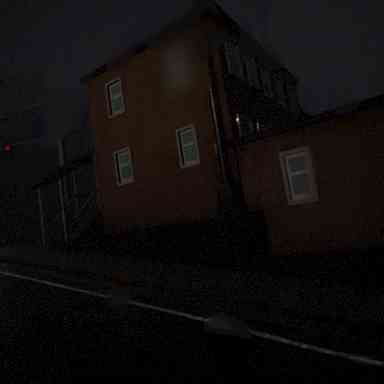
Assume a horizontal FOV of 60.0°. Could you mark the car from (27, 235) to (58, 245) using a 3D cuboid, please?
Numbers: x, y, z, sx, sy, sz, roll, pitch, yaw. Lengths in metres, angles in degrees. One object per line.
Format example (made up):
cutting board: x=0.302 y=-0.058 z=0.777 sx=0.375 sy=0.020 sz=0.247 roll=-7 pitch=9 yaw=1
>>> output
car: x=-12.126 y=4.587 z=29.483 sx=2.128 sy=1.511 sz=4.902 roll=-13 pitch=-12 yaw=35
